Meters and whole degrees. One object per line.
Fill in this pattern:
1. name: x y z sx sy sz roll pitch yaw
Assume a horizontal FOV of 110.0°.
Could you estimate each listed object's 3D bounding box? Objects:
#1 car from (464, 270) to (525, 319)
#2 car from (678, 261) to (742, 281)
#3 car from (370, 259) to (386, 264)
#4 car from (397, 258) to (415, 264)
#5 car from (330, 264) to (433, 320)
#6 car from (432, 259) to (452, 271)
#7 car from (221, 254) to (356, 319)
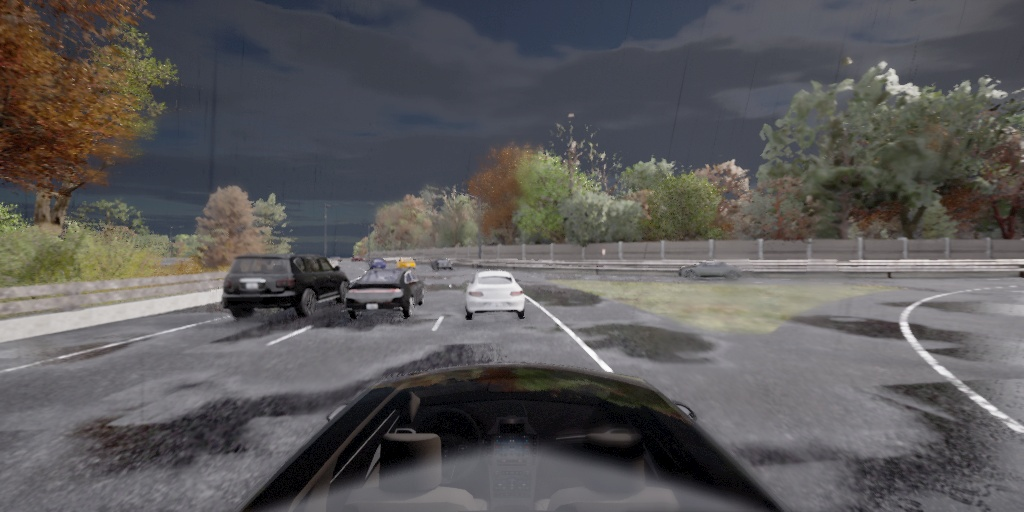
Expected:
1. car: -0.667 1.216 12.447 1.812 1.442 4.674 0 0 -6
2. car: 14.804 1.097 26.989 4.181 1.385 1.994 0 0 21
3. car: -17.667 1.089 47.191 1.812 1.442 4.674 0 0 -25
4. car: -14.353 1.019 48.365 1.882 1.535 5.008 0 0 -25
5. car: -4.209 1.197 12.520 2.128 1.511 4.902 0 0 -6
6. car: -8.777 1.087 44.440 2.033 1.411 5.357 0 0 -23
7. car: -7.732 0.941 12.911 2.150 2.045 5.566 0 0 -7
